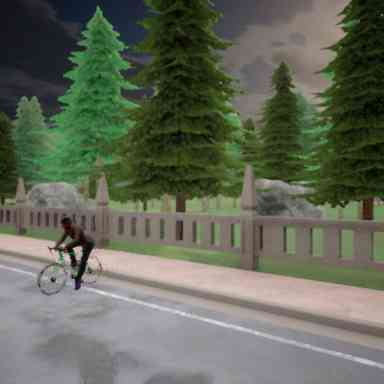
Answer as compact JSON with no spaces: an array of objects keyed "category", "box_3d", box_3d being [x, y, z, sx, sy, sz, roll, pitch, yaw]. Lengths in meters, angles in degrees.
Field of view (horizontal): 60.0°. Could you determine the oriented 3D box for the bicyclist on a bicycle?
[{"category":"bicyclist on a bicycle","box_3d":[-2.697,1.394,7.507,0.582,1.620,1.656,0,0,35]}]
